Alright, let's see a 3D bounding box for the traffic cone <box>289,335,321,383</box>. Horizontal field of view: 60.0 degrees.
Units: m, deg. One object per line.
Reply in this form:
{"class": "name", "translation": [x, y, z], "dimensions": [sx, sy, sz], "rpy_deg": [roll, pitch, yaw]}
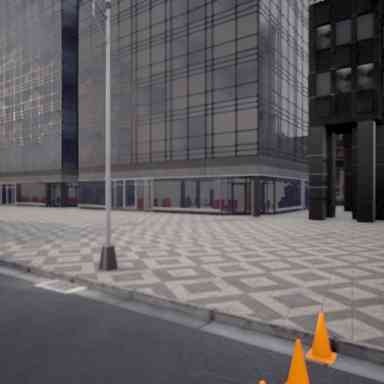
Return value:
{"class": "traffic cone", "translation": [1.192, 1.955, 3.730], "dimensions": [0.340, 0.580, 0.340], "rpy_deg": [0, 0, 35]}

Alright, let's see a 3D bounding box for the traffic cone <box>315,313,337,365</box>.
{"class": "traffic cone", "translation": [1.768, 1.955, 4.548], "dimensions": [0.340, 0.580, 0.340], "rpy_deg": [0, 0, 35]}

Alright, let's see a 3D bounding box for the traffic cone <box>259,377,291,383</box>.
{"class": "traffic cone", "translation": [0.617, 1.955, 2.912], "dimensions": [0.340, 0.580, 0.340], "rpy_deg": [0, 0, 35]}
